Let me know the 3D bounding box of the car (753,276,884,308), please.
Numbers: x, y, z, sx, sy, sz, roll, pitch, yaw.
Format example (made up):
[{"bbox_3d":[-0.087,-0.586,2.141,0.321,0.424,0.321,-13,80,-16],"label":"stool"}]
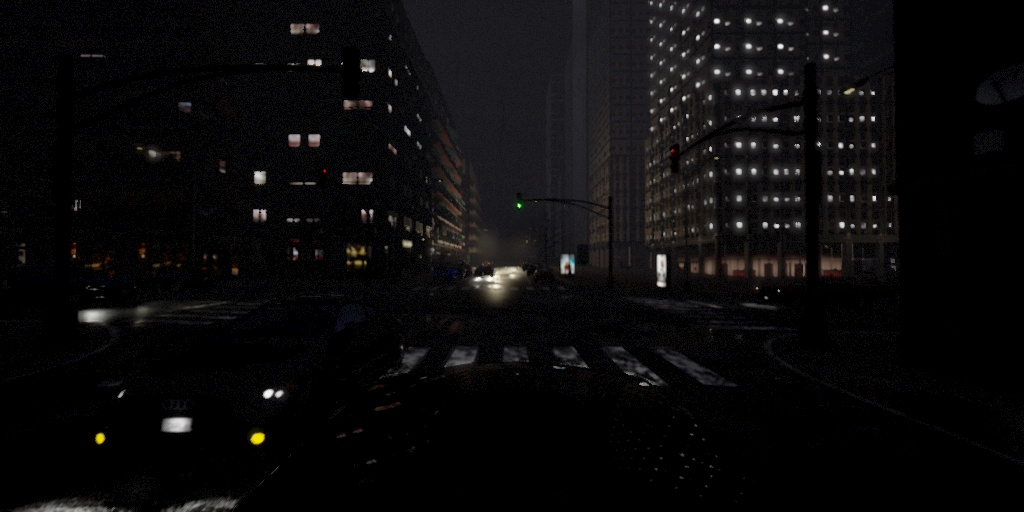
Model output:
[{"bbox_3d":[14.364,1.711,17.165,4.718,1.301,1.895,1,-1,0],"label":"car"}]

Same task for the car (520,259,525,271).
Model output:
[{"bbox_3d":[2.715,1.633,58.323,1.967,1.591,4.097,0,0,0],"label":"car"}]

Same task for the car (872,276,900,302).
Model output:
[{"bbox_3d":[19.401,1.776,19.908,4.403,1.370,2.007,0,0,0],"label":"car"}]

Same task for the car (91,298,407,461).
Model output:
[{"bbox_3d":[-2.999,1.340,5.203,1.994,1.385,4.181,0,0,0],"label":"car"}]

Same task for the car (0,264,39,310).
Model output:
[{"bbox_3d":[-18.768,0.852,11.144,5.009,1.841,2.192,0,0,0],"label":"car"}]

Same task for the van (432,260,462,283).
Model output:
[{"bbox_3d":[-5.677,1.313,30.690,1.690,1.789,3.998,0,0,0],"label":"van"}]

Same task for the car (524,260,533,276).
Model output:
[{"bbox_3d":[2.708,1.499,41.741,1.967,1.591,4.097,0,0,0],"label":"car"}]

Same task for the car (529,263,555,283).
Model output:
[{"bbox_3d":[2.704,1.554,30.686,1.802,1.307,4.207,0,0,0],"label":"car"}]

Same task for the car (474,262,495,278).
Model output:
[{"bbox_3d":[-2.985,1.605,39.050,1.994,1.385,4.181,0,0,0],"label":"car"}]

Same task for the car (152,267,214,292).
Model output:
[{"bbox_3d":[-18.786,1.234,19.524,4.313,1.339,1.948,0,0,0],"label":"car"}]

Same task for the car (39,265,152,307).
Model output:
[{"bbox_3d":[-17.429,1.075,13.756,5.008,1.535,1.882,1,-1,-2],"label":"car"}]

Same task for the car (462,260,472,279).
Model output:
[{"bbox_3d":[-5.675,1.330,36.218,2.192,1.841,5.009,0,0,0],"label":"car"}]
